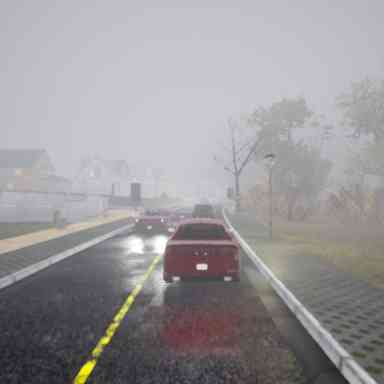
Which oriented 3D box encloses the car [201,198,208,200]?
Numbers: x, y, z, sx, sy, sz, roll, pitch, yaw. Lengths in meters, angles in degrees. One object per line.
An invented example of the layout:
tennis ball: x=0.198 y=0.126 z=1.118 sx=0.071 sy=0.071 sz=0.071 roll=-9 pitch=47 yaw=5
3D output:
car: x=2.576 y=2.027 z=70.418 sx=1.812 sy=1.442 sz=4.674 roll=0 pitch=-1 yaw=8

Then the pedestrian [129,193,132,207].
pedestrian: x=-7.864 y=0.991 z=42.883 sx=0.375 sy=1.860 sz=0.375 roll=0 pitch=-3 yaw=3

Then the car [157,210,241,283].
car: x=0.277 y=1.511 z=9.839 sx=1.882 sy=1.535 sz=5.008 roll=0 pitch=0 yaw=1

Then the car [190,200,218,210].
car: x=0.905 y=1.618 z=25.416 sx=1.837 sy=1.490 sz=4.892 roll=0 pitch=0 yaw=3

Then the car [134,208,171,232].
car: x=-2.265 y=1.687 z=20.786 sx=1.895 sy=1.301 sz=4.718 roll=0 pitch=0 yaw=3
